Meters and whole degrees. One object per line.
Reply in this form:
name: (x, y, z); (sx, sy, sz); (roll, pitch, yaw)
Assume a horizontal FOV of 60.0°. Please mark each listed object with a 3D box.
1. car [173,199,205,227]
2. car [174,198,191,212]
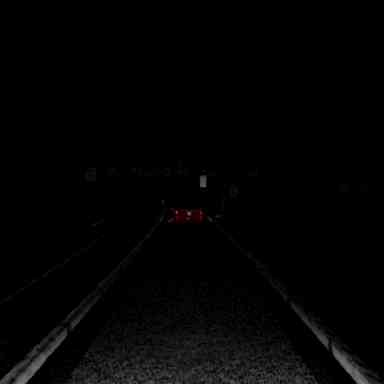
car: (-0.266, 1.420, 23.559); (2.097, 1.767, 4.553); (0, 0, -2)
car: (-1.215, 1.594, 41.406); (1.882, 1.535, 5.008); (0, 0, -4)
